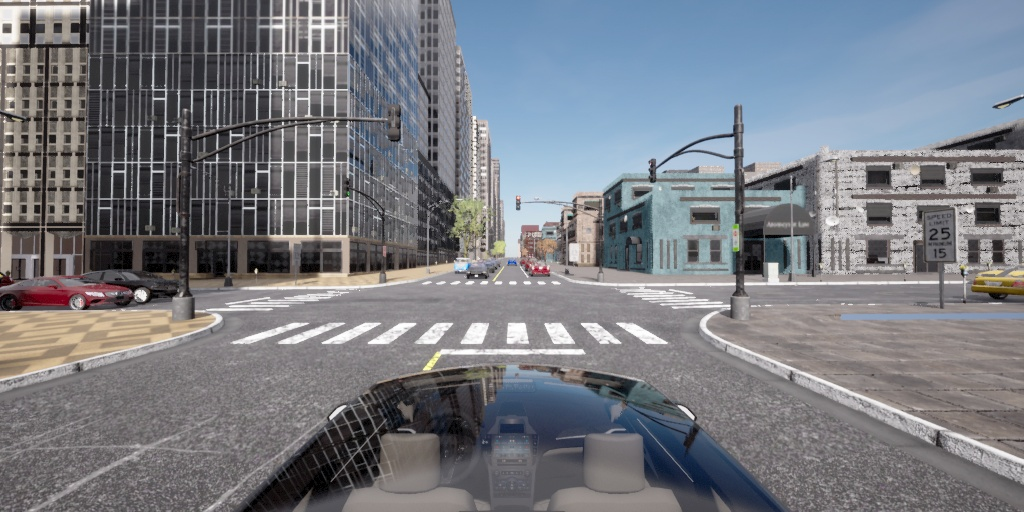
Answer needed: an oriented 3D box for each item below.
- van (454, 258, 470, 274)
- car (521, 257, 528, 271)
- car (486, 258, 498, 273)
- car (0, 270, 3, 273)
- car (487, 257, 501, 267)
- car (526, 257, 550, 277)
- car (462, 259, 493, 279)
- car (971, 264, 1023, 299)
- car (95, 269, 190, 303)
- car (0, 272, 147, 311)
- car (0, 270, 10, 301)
[{"bbox_3d":[-5.679,1.096,41.505,1.690,1.789,3.998,0,0,0],"label":"van"},{"bbox_3d":[2.704,1.070,47.215,2.192,1.841,5.009,0,0,0],"label":"car"},{"bbox_3d":[-3.083,1.319,42.937,1.994,1.385,4.181,0,0,0],"label":"car"},{"bbox_3d":[-23.099,1.325,14.090,4.097,1.591,1.967,0,0,1],"label":"car"},{"bbox_3d":[-3.080,1.303,53.304,2.033,1.411,5.357,0,0,0],"label":"car"},{"bbox_3d":[2.701,1.195,35.867,1.967,1.591,4.097,0,0,0],"label":"car"},{"bbox_3d":[-3.076,1.302,33.058,2.033,1.411,5.357,0,0,-1],"label":"car"},{"bbox_3d":[20.693,0.994,13.657,4.829,1.417,1.751,0,0,1],"label":"car"},{"bbox_3d":[-17.889,1.359,16.645,5.008,1.535,1.882,-1,-1,0],"label":"car"},{"bbox_3d":[-17.416,1.413,14.033,4.207,1.307,1.802,0,0,1],"label":"car"},{"bbox_3d":[-27.386,1.465,16.738,4.902,1.511,2.128,-1,-1,1],"label":"car"}]
